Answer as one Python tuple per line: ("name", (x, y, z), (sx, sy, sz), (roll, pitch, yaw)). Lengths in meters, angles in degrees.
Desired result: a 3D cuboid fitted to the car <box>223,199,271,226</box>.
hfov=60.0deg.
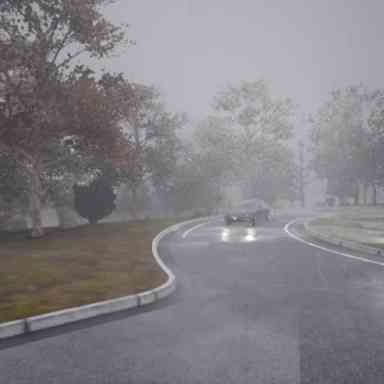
("car", (3.539, 1.220, 20.848), (1.837, 1.490, 4.892), (-2, 0, 28))
